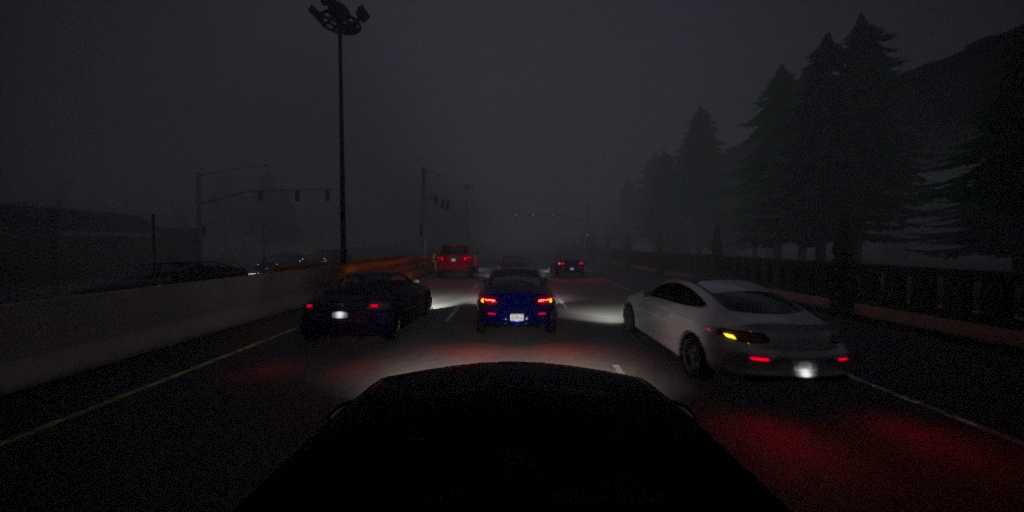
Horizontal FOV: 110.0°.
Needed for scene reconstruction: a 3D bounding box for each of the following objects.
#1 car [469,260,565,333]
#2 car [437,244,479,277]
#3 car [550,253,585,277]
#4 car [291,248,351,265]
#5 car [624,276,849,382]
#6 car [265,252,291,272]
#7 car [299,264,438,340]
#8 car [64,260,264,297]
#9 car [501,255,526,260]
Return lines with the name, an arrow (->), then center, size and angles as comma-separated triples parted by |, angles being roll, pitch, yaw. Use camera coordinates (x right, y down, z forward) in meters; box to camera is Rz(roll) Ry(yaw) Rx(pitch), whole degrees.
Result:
car -> 0.094, 1.008, 9.567 | 1.812, 1.442, 4.674 | 0, 2, 0
car -> -3.426, 0.232, 23.423 | 2.150, 2.045, 5.566 | 0, 2, -1
car -> 3.600, 0.524, 23.782 | 1.812, 1.442, 4.674 | 0, 2, 0
car -> -14.014, 0.236, 27.067 | 2.097, 1.767, 4.553 | 0, 2, 0
car -> 3.601, 1.105, 6.707 | 1.812, 1.442, 4.674 | 0, 2, 0
car -> -17.510, 0.401, 27.993 | 2.033, 1.411, 5.357 | 0, 2, -3
car -> -3.399, 1.062, 9.085 | 1.994, 1.385, 4.181 | 0, 2, 0
car -> -10.594, 0.917, 11.214 | 2.128, 1.511, 4.902 | 0, 2, 0
car -> 0.102, 0.671, 19.456 | 1.812, 1.442, 4.674 | 0, 2, 0
